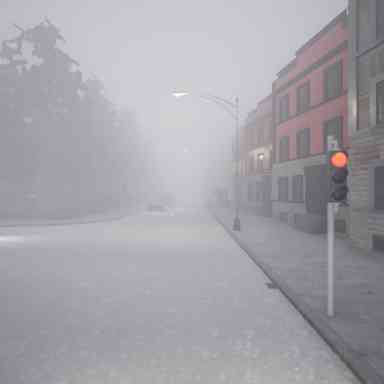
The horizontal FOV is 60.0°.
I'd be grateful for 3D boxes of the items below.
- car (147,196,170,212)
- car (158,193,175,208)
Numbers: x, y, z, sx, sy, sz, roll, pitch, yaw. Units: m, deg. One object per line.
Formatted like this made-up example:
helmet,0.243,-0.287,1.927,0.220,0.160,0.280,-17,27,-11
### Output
car,-4.095,1.546,39.352,2.033,1.411,5.357,0,0,0
car,-4.088,1.220,49.539,2.150,2.045,5.566,0,0,0
